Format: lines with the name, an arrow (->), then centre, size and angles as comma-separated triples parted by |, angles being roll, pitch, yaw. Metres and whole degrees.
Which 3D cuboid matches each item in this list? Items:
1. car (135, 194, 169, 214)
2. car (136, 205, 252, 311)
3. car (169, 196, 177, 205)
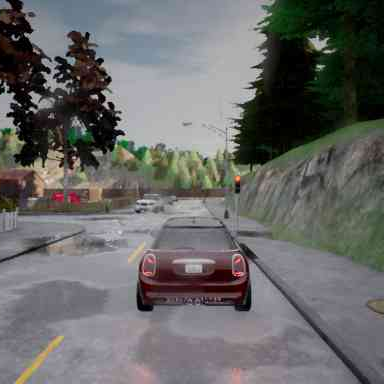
car -> -4.440, 1.222, 36.097 | 2.150, 2.045, 5.566 | 0, 0, 8
car -> 0.055, 1.352, 7.910 | 2.097, 1.767, 4.553 | 0, 0, 1
car -> -4.084, 1.492, 54.204 | 2.128, 1.511, 4.902 | 0, 0, 0
